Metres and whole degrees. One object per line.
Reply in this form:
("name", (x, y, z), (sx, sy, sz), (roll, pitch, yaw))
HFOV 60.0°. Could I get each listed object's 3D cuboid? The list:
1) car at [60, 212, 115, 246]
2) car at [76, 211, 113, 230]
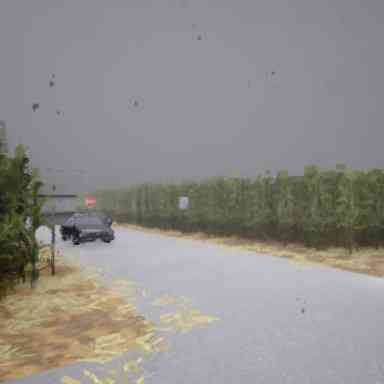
("car", (-5.877, 2.012, 18.251), (2.033, 1.411, 5.357), (1, -2, -32))
("car", (-8.393, 2.372, 28.406), (1.895, 1.301, 4.718), (1, -2, -32))
